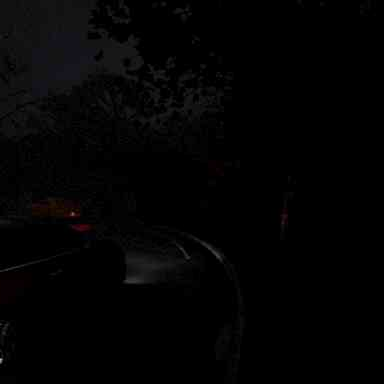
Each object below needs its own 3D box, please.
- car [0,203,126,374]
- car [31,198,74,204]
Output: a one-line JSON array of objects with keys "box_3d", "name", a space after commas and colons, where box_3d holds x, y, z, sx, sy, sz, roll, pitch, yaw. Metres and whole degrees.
[{"box_3d": [-2.877, 1.244, 5.733, 2.097, 1.767, 4.553, 1, 1, 13], "name": "car"}, {"box_3d": [-8.954, 1.102, 21.280, 5.008, 1.535, 1.882, 2, 1, 40], "name": "car"}]
